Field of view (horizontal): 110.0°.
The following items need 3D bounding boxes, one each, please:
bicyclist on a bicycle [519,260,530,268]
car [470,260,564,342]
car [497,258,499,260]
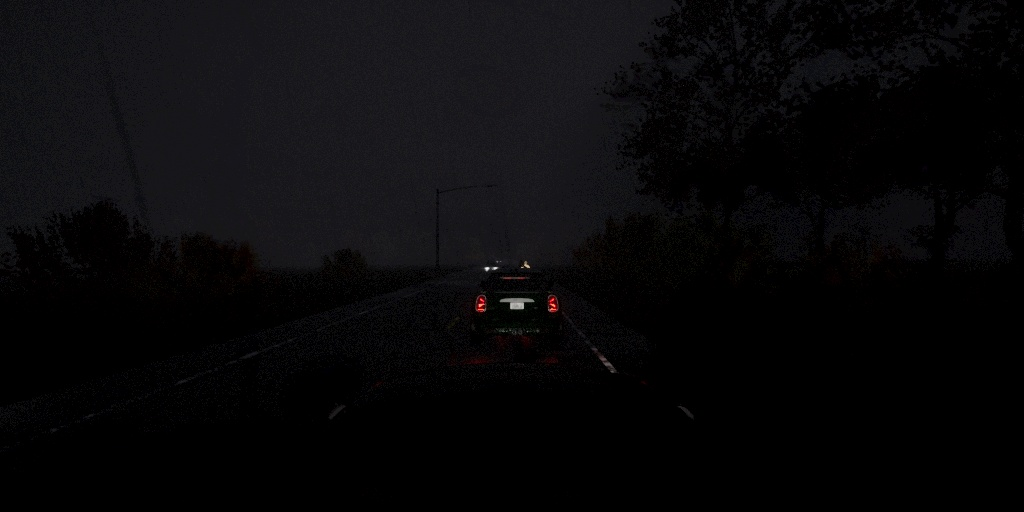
[{"bbox_3d":[0.972,1.177,25.710,0.866,1.612,1.509,0,0,1],"label":"bicyclist on a bicycle"},{"bbox_3d":[0.112,1.099,9.888,2.097,1.767,4.553,0,0,0],"label":"car"},{"bbox_3d":[-3.773,1.333,64.855,1.895,1.301,4.718,0,0,0],"label":"car"}]
